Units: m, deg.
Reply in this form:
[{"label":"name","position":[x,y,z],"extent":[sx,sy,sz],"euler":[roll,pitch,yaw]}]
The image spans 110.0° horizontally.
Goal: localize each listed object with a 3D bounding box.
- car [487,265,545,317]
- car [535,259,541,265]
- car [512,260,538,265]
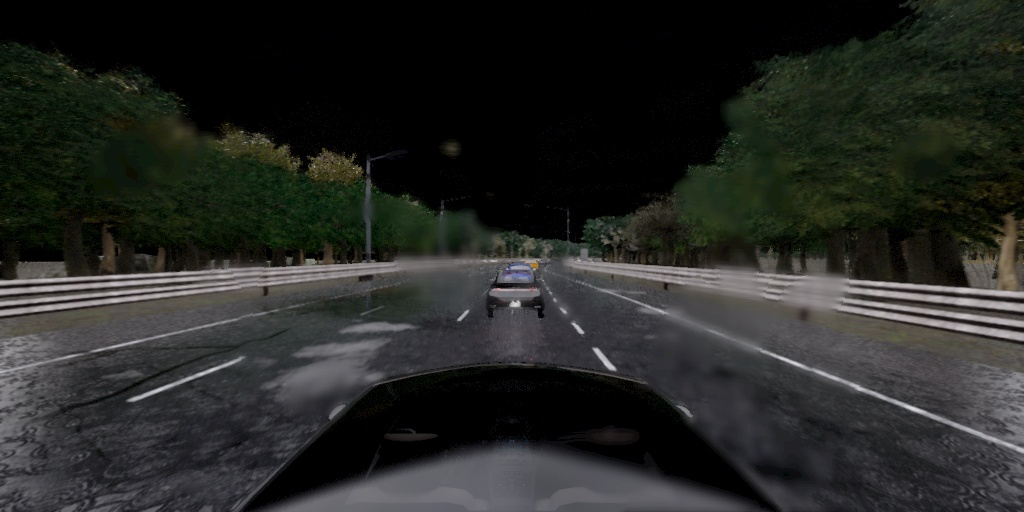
[{"label":"car","position":[0.170,1.243,13.159],"extent":[2.128,1.511,4.902],"euler":[0,0,2]},{"label":"car","position":[2.787,1.308,51.899],"extent":[1.882,1.535,5.008],"euler":[0,0,6]},{"label":"car","position":[0.602,1.253,24.480],"extent":[1.882,1.535,5.008],"euler":[0,0,3]}]
